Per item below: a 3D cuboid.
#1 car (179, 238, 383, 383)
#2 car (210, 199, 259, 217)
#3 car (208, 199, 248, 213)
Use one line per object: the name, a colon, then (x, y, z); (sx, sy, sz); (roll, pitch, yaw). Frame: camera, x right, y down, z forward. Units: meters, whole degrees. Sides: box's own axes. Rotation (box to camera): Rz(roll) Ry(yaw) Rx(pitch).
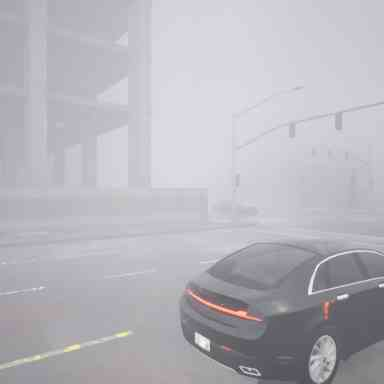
car: (2.106, 1.505, 5.292); (4.892, 1.490, 1.837); (0, 0, -35)
car: (4.128, 1.601, 31.696); (1.895, 1.301, 4.718); (0, 0, -36)
car: (3.991, 1.526, 37.850); (1.812, 1.442, 4.674); (0, 0, -36)
